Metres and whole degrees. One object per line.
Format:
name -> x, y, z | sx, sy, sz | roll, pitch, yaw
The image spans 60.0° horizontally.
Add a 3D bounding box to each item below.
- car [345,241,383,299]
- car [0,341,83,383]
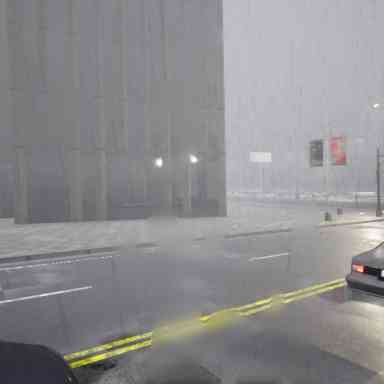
car -> 5.615, 1.542, 7.511 | 5.357, 1.411, 2.033 | 0, 0, -36
car -> -2.549, 1.565, 1.595 | 4.181, 1.385, 1.994 | 0, 0, -36
